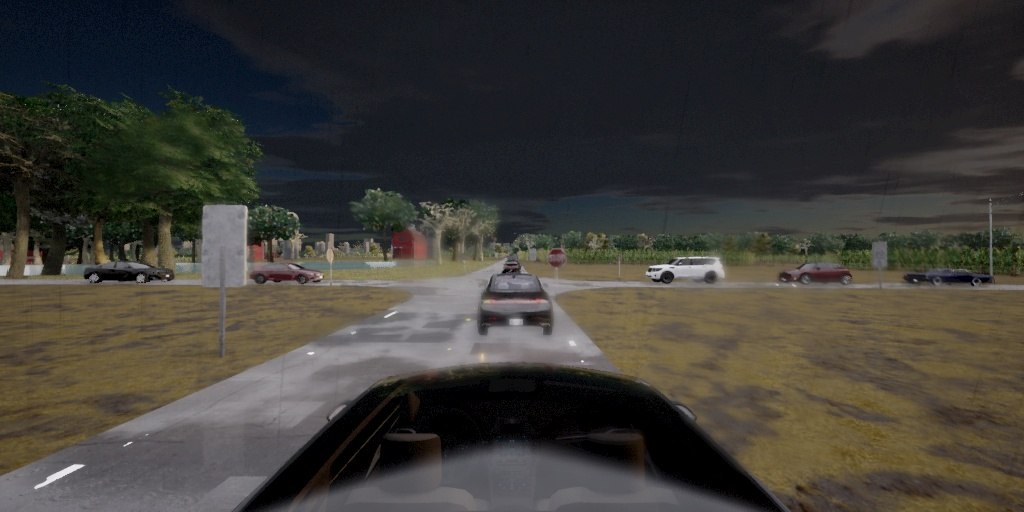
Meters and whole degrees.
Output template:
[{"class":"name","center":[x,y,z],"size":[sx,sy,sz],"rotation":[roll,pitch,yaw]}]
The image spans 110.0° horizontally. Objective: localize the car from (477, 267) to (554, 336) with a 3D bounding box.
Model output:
[{"class":"car","center":[0.061,1.243,10.347],"size":[2.128,1.511,4.902],"rotation":[0,0,-1]}]

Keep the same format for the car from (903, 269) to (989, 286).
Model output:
[{"class":"car","center":[33.425,1.625,27.724],"size":[4.718,1.301,1.895],"rotation":[1,-1,0]}]

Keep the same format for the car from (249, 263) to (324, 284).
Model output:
[{"class":"car","center":[-15.483,1.181,24.751],"size":[4.674,1.442,1.812],"rotation":[0,-1,1]}]

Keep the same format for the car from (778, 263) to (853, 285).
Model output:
[{"class":"car","center":[23.343,1.289,27.734],"size":[4.553,1.767,2.097],"rotation":[0,-1,0]}]

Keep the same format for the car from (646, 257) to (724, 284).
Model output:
[{"class":"car","center":[13.347,1.085,27.762],"size":[5.566,2.045,2.150],"rotation":[0,-1,1]}]

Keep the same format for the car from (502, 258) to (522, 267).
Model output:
[{"class":"car","center":[0.017,1.241,39.481],"size":[1.837,1.490,4.892],"rotation":[1,0,2]}]

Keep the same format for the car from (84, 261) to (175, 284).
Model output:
[{"class":"car","center":[-26.327,1.098,24.776],"size":[5.008,1.535,1.882],"rotation":[0,-1,-1]}]
